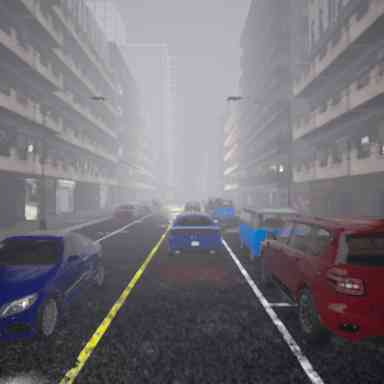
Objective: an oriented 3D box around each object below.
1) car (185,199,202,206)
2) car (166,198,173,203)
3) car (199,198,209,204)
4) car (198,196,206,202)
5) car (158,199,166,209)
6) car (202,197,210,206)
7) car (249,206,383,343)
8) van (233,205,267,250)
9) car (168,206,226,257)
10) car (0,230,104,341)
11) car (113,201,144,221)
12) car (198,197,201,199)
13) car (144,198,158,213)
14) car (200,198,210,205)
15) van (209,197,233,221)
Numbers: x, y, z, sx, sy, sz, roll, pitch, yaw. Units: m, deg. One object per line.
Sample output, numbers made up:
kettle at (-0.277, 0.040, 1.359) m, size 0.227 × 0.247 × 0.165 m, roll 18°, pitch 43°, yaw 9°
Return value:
car at (0.103, 1.843, 40.667) m, size 1.895 × 1.301 × 4.718 m, roll 0°, pitch 0°, yaw 0°
car at (-5.681, 2.042, 80.334) m, size 2.008 × 1.369 × 4.403 m, roll 0°, pitch 0°, yaw 0°
car at (2.699, 2.006, 74.653) m, size 2.008 × 1.369 × 4.403 m, roll 0°, pitch 0°, yaw 0°
car at (2.700, 2.006, 91.699) m, size 1.967 × 1.590 × 4.097 m, roll 0°, pitch 0°, yaw 0°
car at (-5.683, 1.751, 51.922) m, size 1.967 × 1.590 × 4.097 m, roll 0°, pitch 0°, yaw 0°
car at (2.696, 1.556, 40.560) m, size 2.192 × 1.841 × 5.009 m, roll 0°, pitch 0°, yaw 0°
car at (2.694, 1.353, 6.467) m, size 2.192 × 1.841 × 5.009 m, roll 0°, pitch 0°, yaw 0°
van at (2.694, 1.413, 12.149) m, size 1.690 × 1.788 × 3.998 m, roll 0°, pitch 0°, yaw 0°
car at (0.071, 1.556, 13.369) m, size 1.882 × 1.535 × 5.008 m, roll 0°, pitch 0°, yaw -1°
car at (-3.100, 1.565, 6.714) m, size 1.812 × 1.442 × 4.674 m, roll 0°, pitch 0°, yaw 0°
car at (-5.685, 1.718, 29.193) m, size 1.887 × 1.381 × 4.507 m, roll 0°, pitch 0°, yaw 0°
car at (0.104, 1.966, 60.611) m, size 1.895 × 1.301 × 4.718 m, roll 0°, pitch 0°, yaw 0°
car at (-5.685, 1.792, 40.557) m, size 2.008 × 1.369 × 4.403 m, roll 0°, pitch 0°, yaw 0°
car at (2.699, 1.969, 68.970) m, size 2.008 × 1.369 × 4.403 m, roll 0°, pitch 0°, yaw 0°
van at (2.696, 1.514, 29.195) m, size 1.690 × 1.788 × 3.998 m, roll 0°, pitch 0°, yaw 0°
